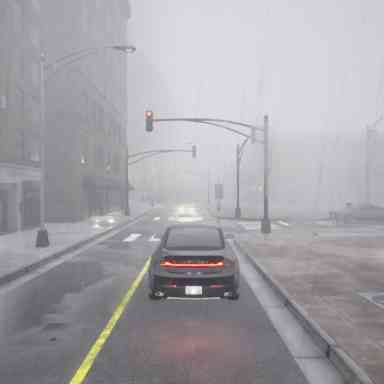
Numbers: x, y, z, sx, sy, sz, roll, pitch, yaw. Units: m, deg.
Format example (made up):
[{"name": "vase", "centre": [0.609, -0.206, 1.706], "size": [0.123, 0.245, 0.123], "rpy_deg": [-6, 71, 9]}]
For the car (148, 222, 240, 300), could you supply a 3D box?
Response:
[{"name": "car", "centre": [0.058, 1.504, 8.358], "size": [1.837, 1.490, 4.892], "rpy_deg": [0, 0, 1]}]

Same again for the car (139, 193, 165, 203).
[{"name": "car", "centre": [-8.402, 1.286, 70.028], "size": [5.566, 2.045, 2.150], "rpy_deg": [0, 0, 9]}]

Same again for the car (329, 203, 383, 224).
[{"name": "car", "centre": [12.061, 1.512, 23.748], "size": [4.181, 1.385, 1.994], "rpy_deg": [0, 0, 0]}]
